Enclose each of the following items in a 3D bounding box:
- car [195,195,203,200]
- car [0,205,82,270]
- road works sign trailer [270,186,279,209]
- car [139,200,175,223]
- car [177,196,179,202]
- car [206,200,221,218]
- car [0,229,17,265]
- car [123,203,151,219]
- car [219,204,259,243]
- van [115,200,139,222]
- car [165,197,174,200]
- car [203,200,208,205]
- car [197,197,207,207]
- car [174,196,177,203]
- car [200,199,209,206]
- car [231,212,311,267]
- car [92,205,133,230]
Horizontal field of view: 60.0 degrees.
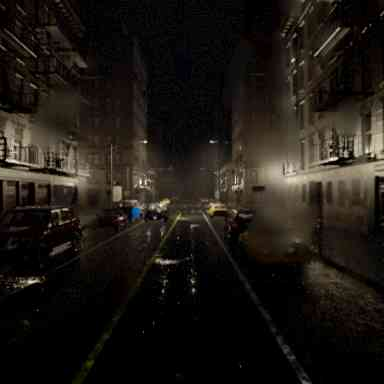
[{"bbox_3d":[2.584,2.222,88.156,1.967,1.590,4.097,0,0,0],"label":"car"},{"bbox_3d":[-5.402,1.419,11.520,2.192,1.841,5.009,0,-1,0],"label":"car"},{"bbox_3d":[13.365,0.831,50.356,2.880,3.560,2.380,0,0,0],"label":"road works sign trailer"},{"bbox_3d":[-2.855,1.742,28.102,2.128,1.511,4.902,0,-1,0],"label":"car"},{"bbox_3d":[-5.445,2.382,93.828,2.008,1.369,4.403,0,0,0],"label":"car"},{"bbox_3d":[2.625,1.822,33.318,1.752,1.417,4.829,0,-1,0],"label":"car"},{"bbox_3d":[-5.400,1.622,6.112,1.947,1.339,4.313,0,-1,0],"label":"car"},{"bbox_3d":[-5.410,1.847,33.142,2.008,1.369,4.403,0,-1,0],"label":"car"},{"bbox_3d":[2.650,1.591,16.931,1.967,1.590,4.097,0,-1,0],"label":"car"},{"bbox_3d":[-5.408,1.589,27.738,1.690,1.788,3.998,0,-1,0],"label":"van"},{"bbox_3d":[-5.431,2.158,70.934,1.752,1.417,4.829,0,-1,0],"label":"car"},{"bbox_3d":[2.616,1.895,38.554,2.008,1.369,4.403,0,-1,0],"label":"car"},{"bbox_3d":[2.598,2.134,65.429,2.008,1.369,4.403,0,-1,0],"label":"car"},{"bbox_3d":[-5.438,2.299,82.466,1.947,1.339,4.313,0,-1,0],"label":"car"},{"bbox_3d":[2.594,2.215,71.110,1.802,1.307,4.206,0,-1,0],"label":"car"},{"bbox_3d":[2.658,1.630,11.695,1.752,1.417,4.829,0,-1,0],"label":"car"},{"bbox_3d":[-5.406,1.782,22.330,1.802,1.307,4.206,0,-1,0],"label":"car"}]
